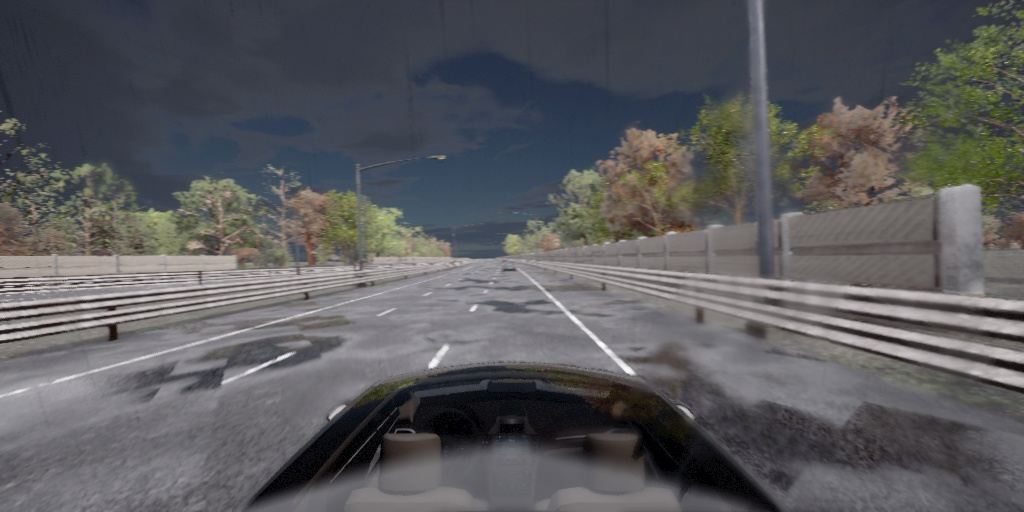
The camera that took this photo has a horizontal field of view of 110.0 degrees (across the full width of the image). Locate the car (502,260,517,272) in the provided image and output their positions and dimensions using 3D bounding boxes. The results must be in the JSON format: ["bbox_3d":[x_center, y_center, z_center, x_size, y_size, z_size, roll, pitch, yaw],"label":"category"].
[{"bbox_3d":[-0.342,1.655,53.541,1.994,1.385,4.181,-2,-1,-1],"label":"car"}]
